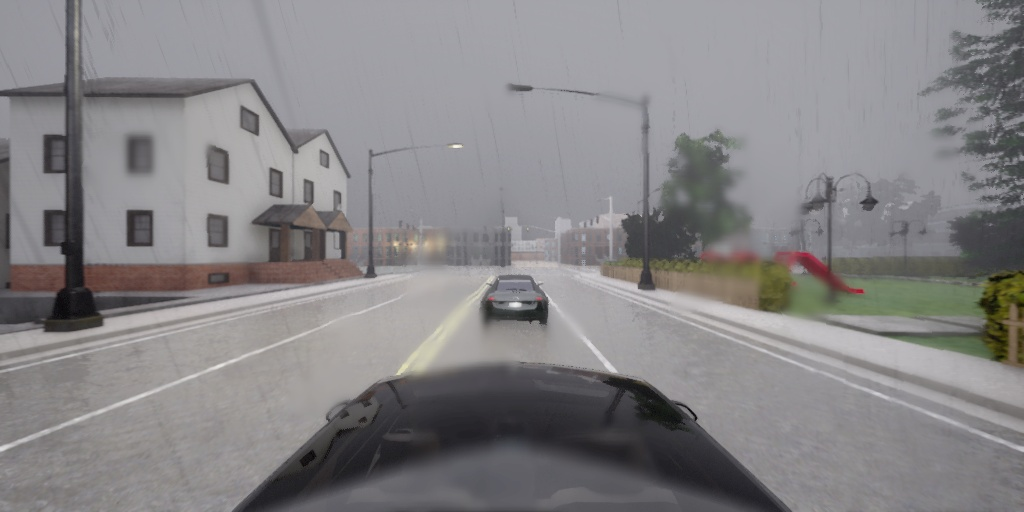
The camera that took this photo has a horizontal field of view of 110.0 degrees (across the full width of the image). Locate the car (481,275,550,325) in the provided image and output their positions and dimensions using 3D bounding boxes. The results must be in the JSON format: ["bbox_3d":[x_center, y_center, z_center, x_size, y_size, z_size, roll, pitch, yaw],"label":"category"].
[{"bbox_3d":[0.094,1.291,11.709,1.994,1.385,4.181,0,0,0],"label":"car"}]
